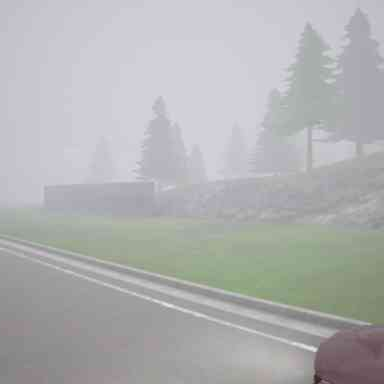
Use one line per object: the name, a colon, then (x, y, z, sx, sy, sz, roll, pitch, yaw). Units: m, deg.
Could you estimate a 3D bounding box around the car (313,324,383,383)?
car: (3.136, 1.520, 1.914, 4.674, 1.442, 1.812, 0, 0, 35)
